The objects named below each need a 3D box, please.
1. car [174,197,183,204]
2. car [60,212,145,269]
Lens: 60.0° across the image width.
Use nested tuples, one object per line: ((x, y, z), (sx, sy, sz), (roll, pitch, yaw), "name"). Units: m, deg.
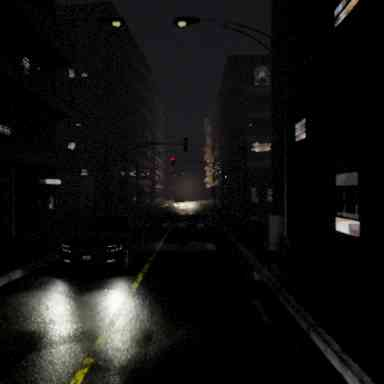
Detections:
((-2.744, 1.698, 69.058), (2.128, 1.511, 4.902), (0, 0, 0), "car")
((-2.825, 1.497, 11.448), (1.882, 1.535, 5.008), (0, 0, 0), "car")
